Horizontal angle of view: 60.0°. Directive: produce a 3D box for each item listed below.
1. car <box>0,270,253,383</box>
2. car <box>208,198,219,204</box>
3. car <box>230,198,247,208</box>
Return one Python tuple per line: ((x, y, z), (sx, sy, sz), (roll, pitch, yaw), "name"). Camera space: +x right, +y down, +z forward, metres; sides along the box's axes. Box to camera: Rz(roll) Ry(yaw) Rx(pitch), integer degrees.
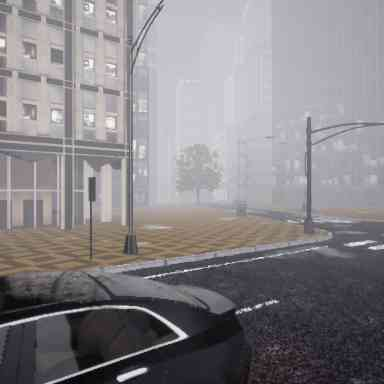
((-1.676, 1.507, 2.503), (4.892, 1.490, 1.837), (1, 0, -36), "car")
((4.879, 2.027, 74.966), (1.812, 1.442, 4.674), (0, 0, -8), "car")
((7.700, 1.838, 54.895), (1.837, 1.490, 4.892), (0, -1, -8), "car")
